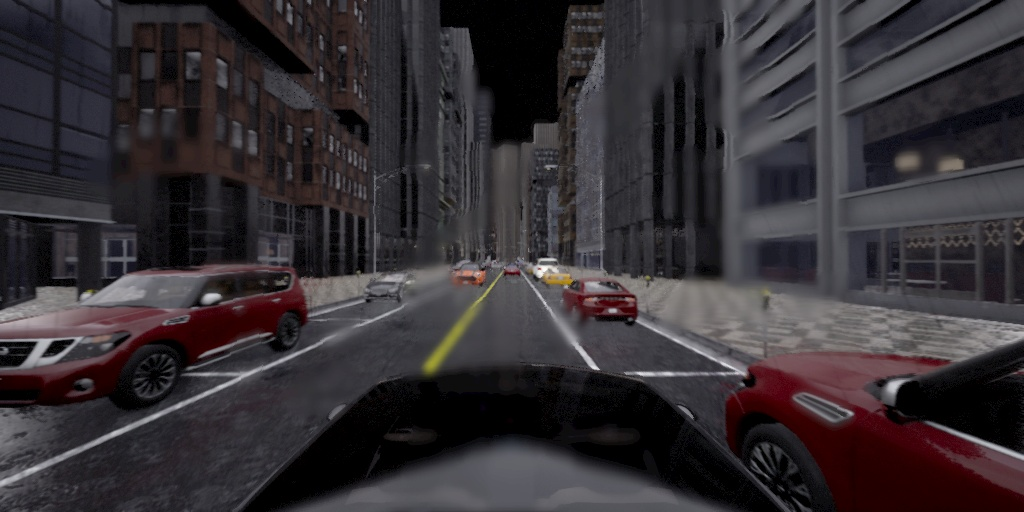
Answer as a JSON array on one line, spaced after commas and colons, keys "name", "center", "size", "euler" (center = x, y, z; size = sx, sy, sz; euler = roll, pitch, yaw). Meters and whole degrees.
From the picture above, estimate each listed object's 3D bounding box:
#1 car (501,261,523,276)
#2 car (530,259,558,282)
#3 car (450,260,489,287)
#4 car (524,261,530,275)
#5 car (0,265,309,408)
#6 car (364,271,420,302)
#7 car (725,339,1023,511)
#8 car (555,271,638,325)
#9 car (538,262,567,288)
[{"name": "car", "center": [0.031, 1.699, 44.247], "size": [1.994, 1.385, 4.181], "euler": [0, -1, 1]}, {"name": "car", "center": [3.111, 1.256, 32.814], "size": [2.150, 2.045, 5.566], "euler": [0, -1, 0]}, {"name": "car", "center": [-3.093, 1.327, 26.942], "size": [2.097, 1.767, 4.553], "euler": [0, -1, 0]}, {"name": "car", "center": [2.769, 1.669, 45.893], "size": [1.751, 1.417, 4.829], "euler": [0, 0, 0]}, {"name": "car", "center": [-5.762, 1.107, 6.452], "size": [2.192, 1.841, 5.009], "euler": [0, 0, 0]}, {"name": "car", "center": [-5.760, 1.443, 17.670], "size": [2.007, 1.370, 4.403], "euler": [0, 0, 0]}, {"name": "car", "center": [2.762, 1.057, 0.852], "size": [2.192, 1.841, 5.009], "euler": [0, 0, 0]}, {"name": "car", "center": [2.764, 1.387, 12.070], "size": [1.888, 1.381, 4.507], "euler": [0, 0, 0]}, {"name": "car", "center": [3.154, 1.423, 25.972], "size": [1.801, 1.575, 5.366], "euler": [0, -1, 0]}]
